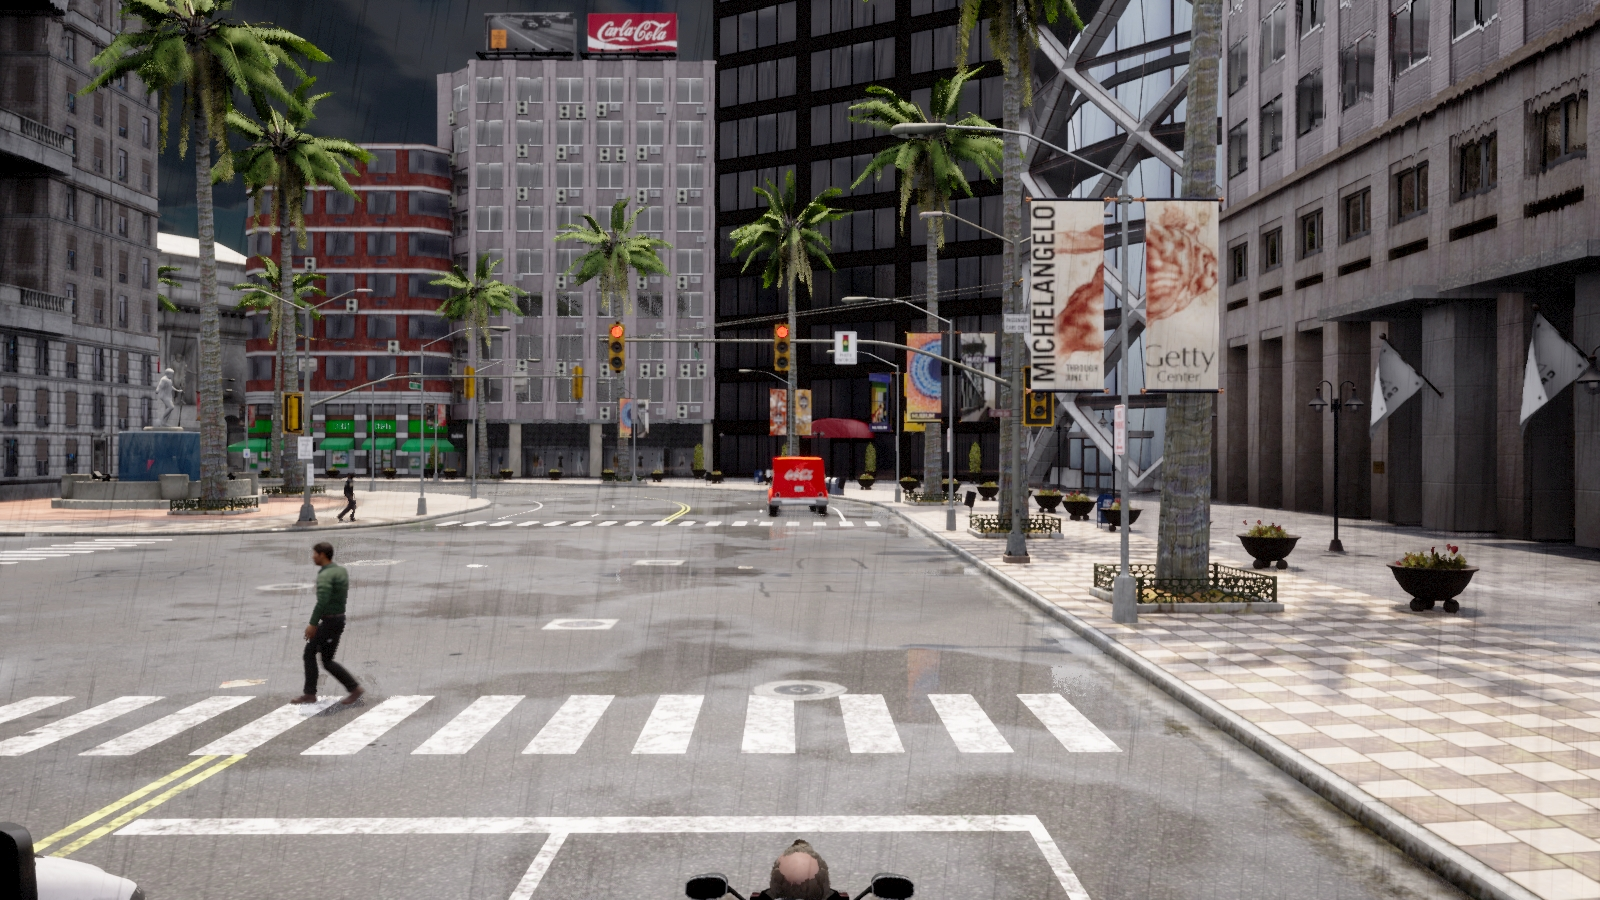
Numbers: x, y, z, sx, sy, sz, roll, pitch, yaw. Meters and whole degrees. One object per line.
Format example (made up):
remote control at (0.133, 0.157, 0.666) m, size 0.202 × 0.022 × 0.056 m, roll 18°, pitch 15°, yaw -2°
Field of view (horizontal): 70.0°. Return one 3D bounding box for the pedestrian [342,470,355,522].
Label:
pedestrian at (-16.416, 1.680, 41.545) m, size 0.375 × 1.860 × 0.375 m, roll 0°, pitch 0°, yaw -35°

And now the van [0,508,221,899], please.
van at (-3.507, 1.533, 1.998) m, size 1.988 × 2.561 × 5.915 m, roll 0°, pitch 0°, yaw 0°

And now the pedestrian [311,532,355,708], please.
pedestrian at (-5.102, 1.842, 12.497) m, size 0.375 × 1.860 × 0.375 m, roll 0°, pitch 0°, yaw -10°

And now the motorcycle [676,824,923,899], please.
motorcycle at (-0.001, 2.203, 3.717) m, size 0.867 × 1.251 × 2.209 m, roll 0°, pitch 0°, yaw 0°

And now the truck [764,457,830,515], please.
truck at (-0.201, 1.548, 51.268) m, size 2.627 × 2.467 × 5.204 m, roll 0°, pitch 0°, yaw -4°
